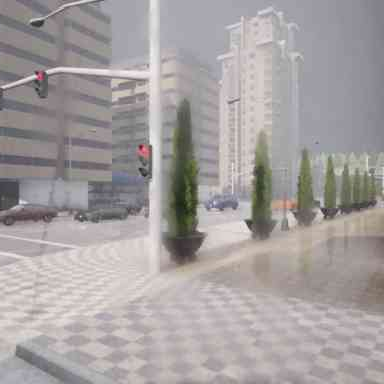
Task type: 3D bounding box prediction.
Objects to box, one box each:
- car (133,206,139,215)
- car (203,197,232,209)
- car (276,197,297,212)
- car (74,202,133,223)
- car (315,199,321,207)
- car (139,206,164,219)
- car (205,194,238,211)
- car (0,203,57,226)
[{"bbox_3d":[-7.167,1.656,32.060,1.895,1.301,4.718,0,0,35],"label":"car"},{"bbox_3d":[3.720,1.560,47.781,1.837,1.490,4.892,0,0,35],"label":"car"},{"bbox_3d":[11.912,1.407,40.873,2.097,1.767,4.553,0,0,35],"label":"car"},{"bbox_3d":[-7.047,1.619,26.072,1.994,1.385,4.181,0,0,35],"label":"car"},{"bbox_3d":[17.529,1.533,49.049,1.882,1.535,5.008,0,0,35],"label":"car"},{"bbox_3d":[-1.556,1.603,27.517,2.033,1.411,5.357,0,0,35],"label":"car"},{"bbox_3d":[3.806,1.277,41.774,2.150,2.045,5.566,0,0,35],"label":"car"},{"bbox_3d":[-12.318,1.581,24.559,1.812,1.442,4.674,0,0,35],"label":"car"}]
